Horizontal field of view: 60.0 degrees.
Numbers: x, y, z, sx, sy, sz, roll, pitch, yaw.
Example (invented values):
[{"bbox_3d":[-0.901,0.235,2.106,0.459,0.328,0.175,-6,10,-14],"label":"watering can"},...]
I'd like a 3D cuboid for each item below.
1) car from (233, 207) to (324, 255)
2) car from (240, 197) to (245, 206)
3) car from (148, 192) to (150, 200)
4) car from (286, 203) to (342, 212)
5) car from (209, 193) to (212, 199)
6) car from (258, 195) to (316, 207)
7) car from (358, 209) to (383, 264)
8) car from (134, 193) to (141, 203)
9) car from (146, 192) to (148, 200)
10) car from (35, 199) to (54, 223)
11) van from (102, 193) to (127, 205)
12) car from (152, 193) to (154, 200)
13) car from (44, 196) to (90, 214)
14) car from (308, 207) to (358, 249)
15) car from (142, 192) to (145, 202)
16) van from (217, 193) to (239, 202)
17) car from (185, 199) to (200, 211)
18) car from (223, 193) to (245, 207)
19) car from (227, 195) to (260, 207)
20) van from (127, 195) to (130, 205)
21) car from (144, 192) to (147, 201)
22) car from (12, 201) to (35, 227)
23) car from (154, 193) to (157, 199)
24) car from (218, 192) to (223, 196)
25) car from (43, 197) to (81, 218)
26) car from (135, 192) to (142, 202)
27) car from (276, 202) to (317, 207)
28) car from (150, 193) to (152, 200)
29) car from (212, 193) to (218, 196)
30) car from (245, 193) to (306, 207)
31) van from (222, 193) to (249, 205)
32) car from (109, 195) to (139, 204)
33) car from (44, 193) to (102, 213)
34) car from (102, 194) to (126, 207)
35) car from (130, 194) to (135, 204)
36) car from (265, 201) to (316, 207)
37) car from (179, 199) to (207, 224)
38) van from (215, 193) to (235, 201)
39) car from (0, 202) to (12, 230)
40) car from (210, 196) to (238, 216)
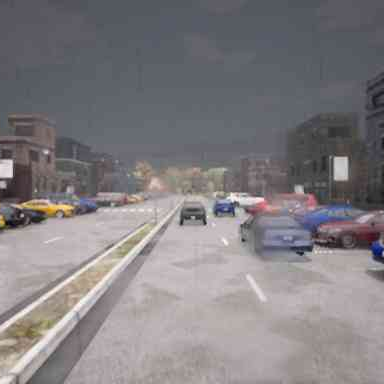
[{"bbox_3d":[3.090,1.532,13.220,2.033,1.411,5.357,0,0,0],"label":"car"},{"bbox_3d":[7.586,1.503,33.115,4.792,1.488,2.163,0,0,0],"label":"car"},{"bbox_3d":[-12.595,1.246,75.862,4.553,1.767,2.185,0,0,0],"label":"car"},{"bbox_3d":[7.622,1.465,16.568,5.008,1.535,2.097,0,0,0],"label":"car"},{"bbox_3d":[7.607,1.142,79.995,5.566,2.045,2.435,0,0,0],"label":"car"},{"bbox_3d":[7.590,1.345,24.841,4.553,1.767,2.185,0,0,0],"label":"car"},{"bbox_3d":[7.606,1.215,8.297,5.566,2.045,2.435,0,0,0],"label":"car"},{"bbox_3d":[-12.441,1.396,59.187,5.366,1.575,1.946,0,0,0],"label":"car"},{"bbox_3d":[-12.595,1.248,73.081,4.553,1.767,2.185,0,0,0],"label":"car"},{"bbox_3d":[-12.640,1.450,22.937,5.008,1.535,2.097,0,0,0],"label":"car"},{"bbox_3d":[-12.744,1.190,50.849,4.442,1.987,1.878,0,0,0],"label":"van"},{"bbox_3d":[-12.620,1.371,81.420,4.892,1.521,2.231,0,0,0],"label":"car"},{"bbox_3d":[-12.621,1.444,31.392,4.892,1.521,2.231,0,0,0],"label":"car"},{"bbox_3d":[7.633,1.505,13.811,4.674,1.452,2.002,0,0,0],"label":"car"},{"bbox_3d":[-12.622,1.382,67.527,5.008,1.535,2.097,0,0,0],"label":"car"},{"bbox_3d":[7.702,1.176,71.724,4.442,1.987,1.878,0,0,0],"label":"van"},{"bbox_3d":[0.069,1.587,42.071,1.895,1.301,4.718,0,0,0],"label":"car"},{"bbox_3d":[7.633,1.209,46.903,5.566,2.045,2.435,0,0,0],"label":"car"},{"bbox_3d":[7.633,1.329,49.538,4.553,1.767,2.185,0,0,0],"label":"car"},{"bbox_3d":[-12.743,1.185,53.628,4.442,1.987,1.878,0,0,0],"label":"van"},{"bbox_3d":[-12.633,1.379,70.304,4.892,1.521,2.231,0,0,0],"label":"car"},{"bbox_3d":[-12.671,1.481,20.281,4.792,1.488,2.163,0,0,0],"label":"car"},{"bbox_3d":[-12.598,1.121,86.979,5.566,2.045,2.435,0,0,0],"label":"car"},{"bbox_3d":[7.626,1.190,55.178,5.566,2.045,2.435,0,0,0],"label":"car"},{"bbox_3d":[-12.632,1.445,28.612,5.008,1.535,2.097,0,0,0],"label":"car"},{"bbox_3d":[-12.658,1.262,64.745,4.553,1.767,2.185,0,0,0],"label":"car"},{"bbox_3d":[7.623,1.507,19.325,4.674,1.452,2.002,0,0,0],"label":"car"},{"bbox_3d":[-12.624,1.410,78.641,4.674,1.452,2.002,0,0,0],"label":"car"},{"bbox_3d":[7.402,1.404,68.966,5.366,1.575,1.946,0,0,0],"label":"car"},{"bbox_3d":[7.591,1.221,27.599,5.566,2.045,2.435,0,0,0],"label":"car"},{"bbox_3d":[7.479,1.208,57.936,4.442,1.987,1.878,0,0,0],"label":"van"},{"bbox_3d":[-12.621,1.393,61.967,5.008,1.535,2.097,0,0,0],"label":"car"},{"bbox_3d":[-12.599,1.189,34.171,5.566,2.045,2.435,0,0,0],"label":"car"},{"bbox_3d":[-12.621,1.421,48.069,4.892,1.521,2.231,0,0,0],"label":"car"},{"bbox_3d":[-12.629,1.445,56.408,4.674,1.452,2.002,0,0,0],"label":"car"},{"bbox_3d":[7.621,1.509,22.214,4.674,1.452,2.002,0,0,0],"label":"car"},{"bbox_3d":[0.083,1.493,24.616,1.837,1.490,4.892,0,-1,0],"label":"car"},{"bbox_3d":[7.697,1.170,77.237,4.442,1.987,1.878,0,0,0],"label":"van"},{"bbox_3d":[-12.837,1.451,17.504,5.366,1.575,1.946,0,0,0],"label":"car"},{"bbox_3d":[3.071,1.449,33.016,1.882,1.535,5.008,0,-1,0],"label":"car"}]
